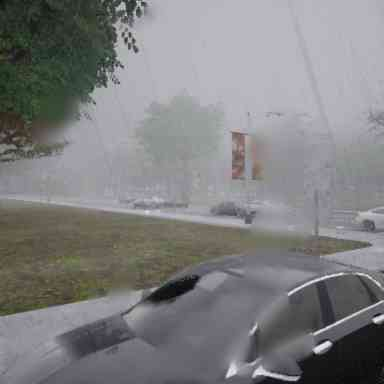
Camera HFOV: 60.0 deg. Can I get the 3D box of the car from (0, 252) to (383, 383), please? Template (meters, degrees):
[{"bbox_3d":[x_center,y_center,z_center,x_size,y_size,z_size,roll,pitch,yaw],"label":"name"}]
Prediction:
[{"bbox_3d":[0.630,1.505,3.516,4.892,1.490,1.837,0,0,-35],"label":"car"}]

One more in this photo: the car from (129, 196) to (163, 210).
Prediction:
[{"bbox_3d":[-5.964,1.500,42.657,1.812,1.442,4.674,0,0,-36],"label":"car"}]

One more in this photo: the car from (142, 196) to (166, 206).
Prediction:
[{"bbox_3d":[-6.296,1.489,54.628,1.812,1.442,4.674,0,0,-36],"label":"car"}]

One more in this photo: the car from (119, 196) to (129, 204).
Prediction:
[{"bbox_3d":[-12.288,1.487,63.041,1.812,1.442,4.674,0,0,-35],"label":"car"}]

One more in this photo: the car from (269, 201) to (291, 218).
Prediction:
[{"bbox_3d":[6.765,1.506,30.370,1.812,1.442,4.674,0,0,-36],"label":"car"}]

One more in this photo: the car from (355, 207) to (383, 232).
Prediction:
[{"bbox_3d":[11.416,1.524,18.240,1.812,1.442,4.674,0,0,-36],"label":"car"}]

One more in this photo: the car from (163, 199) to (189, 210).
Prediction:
[{"bbox_3d":[-2.366,1.572,43.203,1.895,1.301,4.718,0,0,-35],"label":"car"}]

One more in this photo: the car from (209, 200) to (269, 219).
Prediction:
[{"bbox_3d":[3.734,1.531,29.019,2.033,1.411,5.357,0,0,-35],"label":"car"}]
